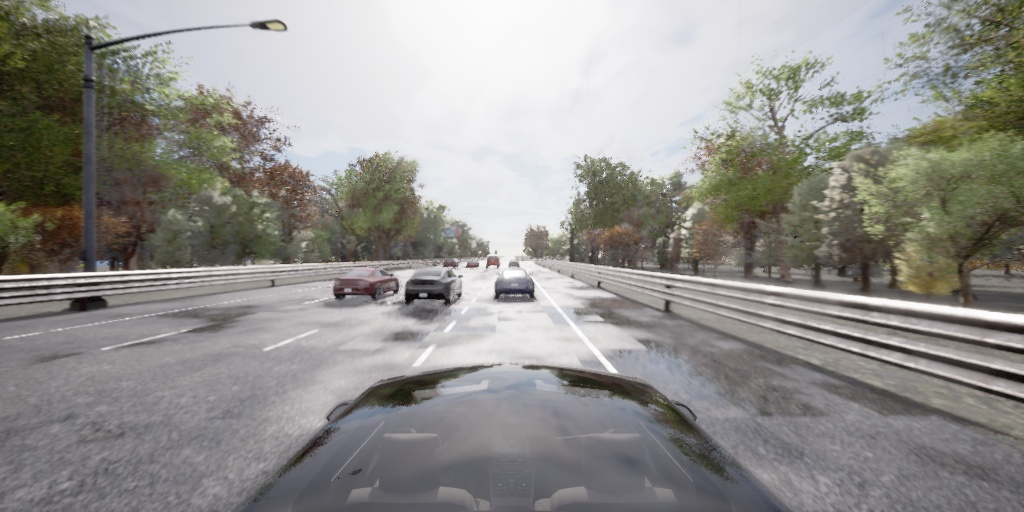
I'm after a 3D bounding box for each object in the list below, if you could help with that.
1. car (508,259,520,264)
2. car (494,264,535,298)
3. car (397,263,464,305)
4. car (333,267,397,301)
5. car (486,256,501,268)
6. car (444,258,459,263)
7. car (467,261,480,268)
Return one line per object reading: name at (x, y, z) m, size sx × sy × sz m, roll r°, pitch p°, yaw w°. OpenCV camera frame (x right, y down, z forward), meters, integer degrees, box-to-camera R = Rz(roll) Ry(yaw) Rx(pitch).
car at (0.333, 1.284, 61.674) m, size 1.812 × 1.442 × 4.674 m, roll 0°, pitch 0°, yaw 0°
car at (0.132, 1.314, 18.622) m, size 1.994 × 1.385 × 4.181 m, roll 0°, pitch 0°, yaw 0°
car at (-3.375, 1.254, 16.095) m, size 1.837 × 1.490 × 4.892 m, roll 0°, pitch 0°, yaw 0°
car at (-6.871, 1.274, 17.332) m, size 1.812 × 1.442 × 4.674 m, roll 0°, pitch 0°, yaw 0°
car at (-3.168, 0.981, 61.643) m, size 2.150 × 2.045 × 5.566 m, roll 0°, pitch 0°, yaw 0°
car at (-10.173, 1.108, 60.481) m, size 2.097 × 1.767 × 4.553 m, roll 0°, pitch 0°, yaw 0°
car at (-6.666, 1.322, 62.084) m, size 1.994 × 1.385 × 4.181 m, roll 0°, pitch 0°, yaw 0°
